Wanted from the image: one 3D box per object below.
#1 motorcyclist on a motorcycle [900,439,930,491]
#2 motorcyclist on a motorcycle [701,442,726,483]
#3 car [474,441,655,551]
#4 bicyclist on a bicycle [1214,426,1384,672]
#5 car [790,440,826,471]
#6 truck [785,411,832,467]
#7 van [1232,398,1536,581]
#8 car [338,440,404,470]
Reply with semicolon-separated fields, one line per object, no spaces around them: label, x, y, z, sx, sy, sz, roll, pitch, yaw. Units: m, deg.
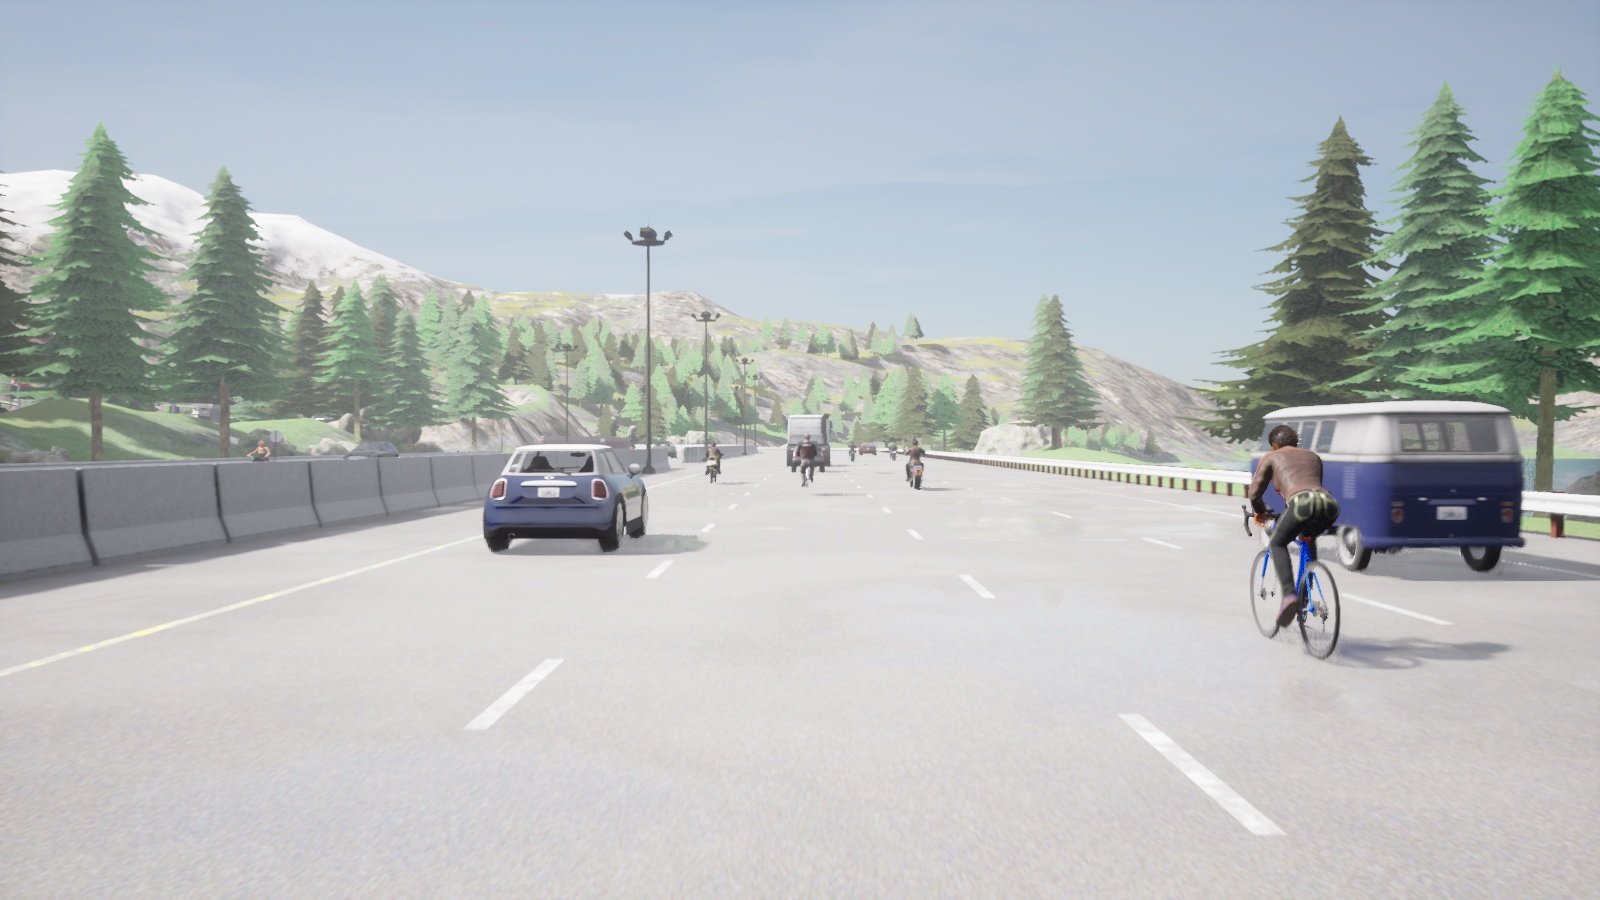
motorcyclist on a motorcycle;3.735;0.469;40.980;0.766;1.649;2.350;0;0;0
motorcyclist on a motorcycle;-3.224;0.460;47.097;0.797;1.523;2.044;0;0;0
car;-3.384;0.603;18.761;1.970;1.475;3.806;0;0;0
bicyclist on a bicycle;3.564;0.651;9.105;0.582;1.620;1.656;0;0;0
car;0.433;0.271;66.194;1.851;1.617;3.988;0;0;0
truck;0.562;-0.697;82.053;2.891;3.462;7.936;0;0;0
van;7.100;0.416;15.848;1.775;1.987;4.442;0;0;0
car;-24.033;0.260;70.527;2.033;1.649;4.856;0;0;0
